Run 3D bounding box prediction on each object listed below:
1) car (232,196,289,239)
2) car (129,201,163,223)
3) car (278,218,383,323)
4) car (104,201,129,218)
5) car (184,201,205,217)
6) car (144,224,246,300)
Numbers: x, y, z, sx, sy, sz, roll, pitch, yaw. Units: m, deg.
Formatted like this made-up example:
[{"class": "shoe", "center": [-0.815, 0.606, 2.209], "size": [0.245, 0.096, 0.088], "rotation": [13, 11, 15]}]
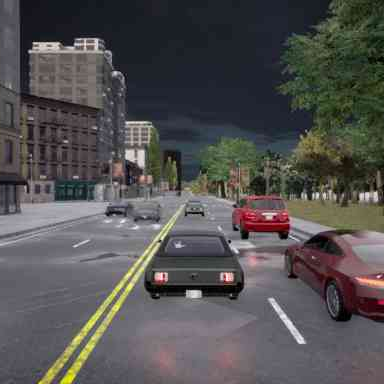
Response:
[{"class": "car", "center": [3.406, 1.216, 17.269], "size": [2.150, 2.045, 5.566], "rotation": [0, 0, 0]}, {"class": "car", "center": [-3.257, 1.495, 25.349], "size": [1.837, 1.490, 4.892], "rotation": [0, 0, 0]}, {"class": "car", "center": [3.374, 1.524, 7.092], "size": [1.812, 1.442, 4.674], "rotation": [0, 0, 1]}, {"class": "car", "center": [-6.488, 1.534, 30.520], "size": [2.033, 1.411, 5.357], "rotation": [0, 0, 0]}, {"class": "car", "center": [0.218, 1.533, 31.427], "size": [2.033, 1.411, 5.357], "rotation": [0, 0, 0]}, {"class": "car", "center": [0.073, 1.599, 8.374], "size": [1.895, 1.301, 4.718], "rotation": [0, 0, 1]}]
